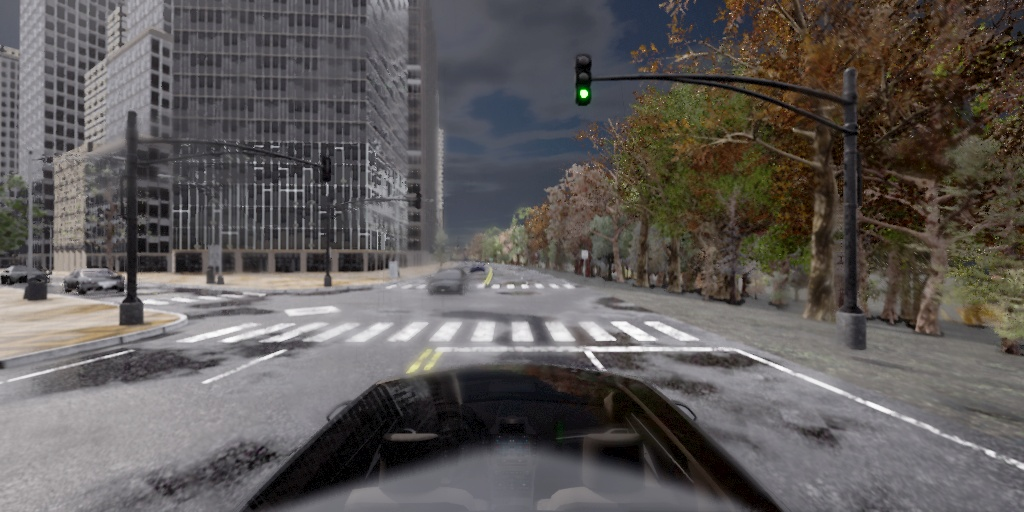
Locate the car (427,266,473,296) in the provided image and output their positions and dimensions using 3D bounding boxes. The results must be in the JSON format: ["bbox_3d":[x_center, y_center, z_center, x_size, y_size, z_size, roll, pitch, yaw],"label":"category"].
[{"bbox_3d":[-3.466,1.450,20.162,1.837,1.490,4.892,0,0,-1],"label":"car"}]

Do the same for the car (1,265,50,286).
[{"bbox_3d":[-42.181,1.613,31.097,4.553,1.767,2.097,-1,-1,29],"label":"car"}]

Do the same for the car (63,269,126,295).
[{"bbox_3d":[-26.032,1.560,22.342,4.902,1.511,2.128,-1,-1,28],"label":"car"}]

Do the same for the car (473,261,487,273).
[{"bbox_3d":[-4.471,1.643,47.990,1.895,1.301,4.718,0,0,-3],"label":"car"}]
